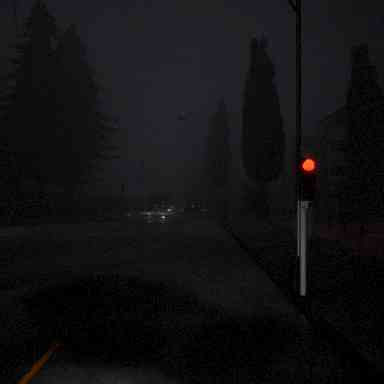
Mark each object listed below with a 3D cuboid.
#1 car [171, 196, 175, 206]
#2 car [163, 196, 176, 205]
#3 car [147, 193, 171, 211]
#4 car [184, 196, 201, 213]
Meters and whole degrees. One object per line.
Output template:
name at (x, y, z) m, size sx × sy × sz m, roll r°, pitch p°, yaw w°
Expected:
car at (-4.136, 1.221, 51.197) m, size 2.150 × 2.045 × 5.566 m, roll 0°, pitch 0°, yaw 0°
car at (-4.090, 1.547, 61.899) m, size 2.033 × 1.411 × 5.357 m, roll 0°, pitch 0°, yaw 0°
car at (-4.141, 1.221, 40.760) m, size 2.150 × 2.045 × 5.566 m, roll 0°, pitch 0°, yaw 0°
car at (0.074, 1.547, 37.756) m, size 2.033 × 1.411 × 5.357 m, roll 0°, pitch 0°, yaw 0°
